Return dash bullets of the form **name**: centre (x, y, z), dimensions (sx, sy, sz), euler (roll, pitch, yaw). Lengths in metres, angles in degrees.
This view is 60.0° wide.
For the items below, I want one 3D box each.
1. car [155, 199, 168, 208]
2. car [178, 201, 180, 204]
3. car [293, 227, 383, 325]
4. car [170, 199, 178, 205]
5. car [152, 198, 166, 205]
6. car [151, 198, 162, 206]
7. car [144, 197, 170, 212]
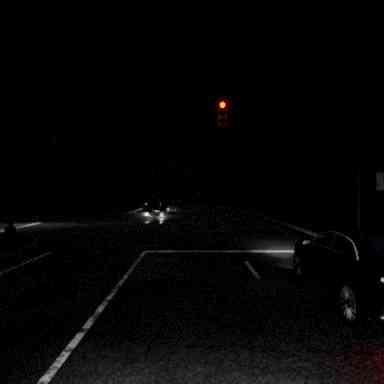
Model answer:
- **car**: centre (-4.929, 1.803, 53.493), dimensions (1.895, 1.301, 4.718), euler (0, -1, -7)
- **car**: centre (-4.732, 2.409, 83.504), dimensions (1.895, 1.301, 4.718), euler (0, -1, -22)
- **car**: centre (3.583, 1.489, 7.038), dimensions (2.128, 1.511, 4.902), euler (0, 0, 1)
- **car**: centre (-5.182, 2.186, 74.164), dimensions (1.994, 1.385, 4.181), euler (0, -1, -19)
- **car**: centre (-8.359, 2.313, 83.112), dimensions (1.882, 1.535, 5.008), euler (0, -1, -25)
- **car**: centre (-7.423, 2.063, 69.025), dimensions (1.812, 1.442, 4.674), euler (0, -1, -13)
- **car**: centre (-4.229, 1.375, 39.062), dimensions (2.097, 1.767, 4.553), euler (0, 0, 3)
